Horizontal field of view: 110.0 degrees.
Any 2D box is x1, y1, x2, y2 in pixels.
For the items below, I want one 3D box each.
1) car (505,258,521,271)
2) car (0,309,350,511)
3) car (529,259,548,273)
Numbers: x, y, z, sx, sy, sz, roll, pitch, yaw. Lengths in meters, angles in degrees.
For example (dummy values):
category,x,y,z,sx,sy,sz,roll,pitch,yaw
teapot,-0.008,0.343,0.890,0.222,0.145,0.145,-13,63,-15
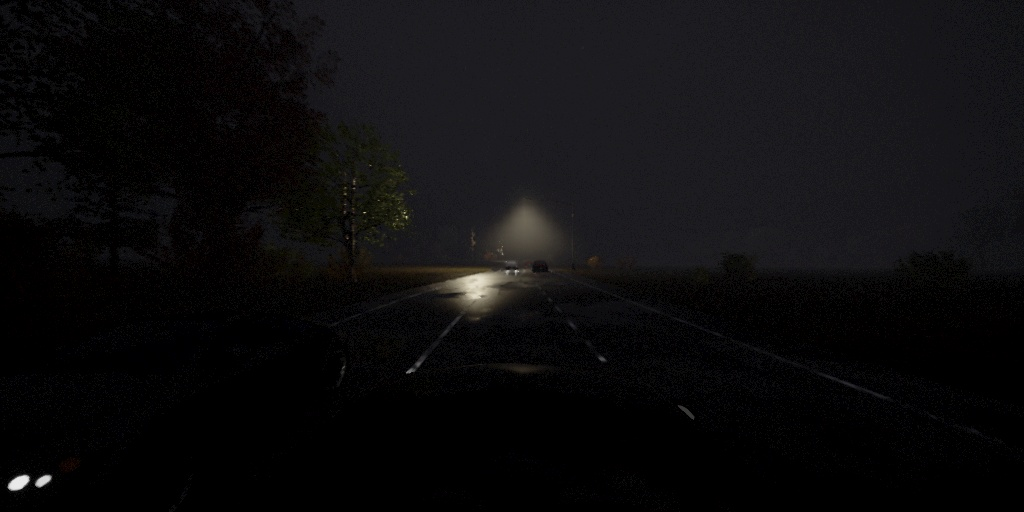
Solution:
category,x,y,z,sx,sy,sz,roll,pitch,yaw
car,-0.029,1.356,51.329,2.033,1.411,5.357,0,0,1
car,-3.493,1.317,3.848,1.994,1.385,4.181,0,0,0
car,3.514,1.282,45.705,1.882,1.535,5.008,0,0,0
